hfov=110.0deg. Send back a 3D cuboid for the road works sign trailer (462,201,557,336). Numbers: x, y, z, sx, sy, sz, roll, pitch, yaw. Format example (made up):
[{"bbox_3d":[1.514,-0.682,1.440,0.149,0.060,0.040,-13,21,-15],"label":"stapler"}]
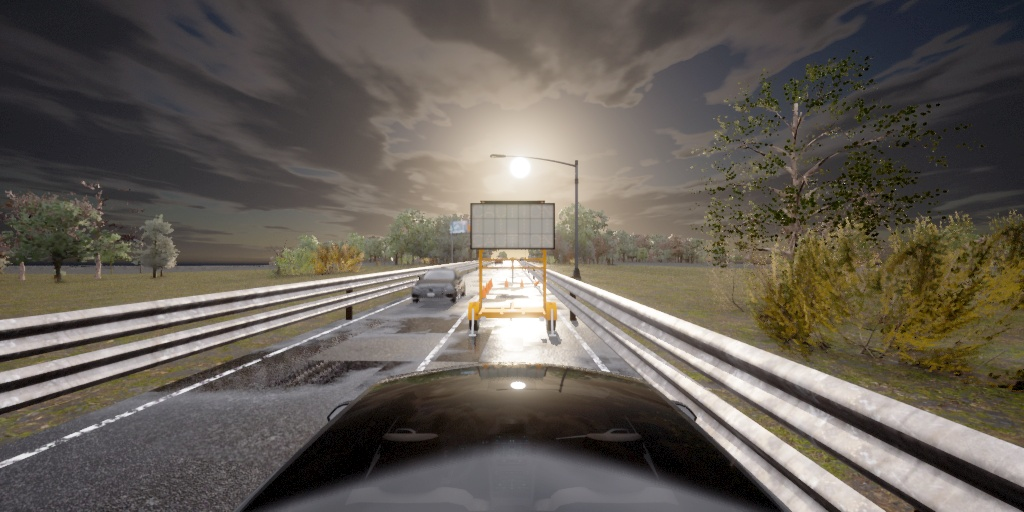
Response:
[{"bbox_3d":[0.021,0.218,10.343,2.380,3.560,2.880,0,0,0],"label":"road works sign trailer"}]

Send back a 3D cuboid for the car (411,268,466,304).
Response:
[{"bbox_3d":[-3.232,1.281,16.625,1.812,1.442,4.674,0,0,0],"label":"car"}]
